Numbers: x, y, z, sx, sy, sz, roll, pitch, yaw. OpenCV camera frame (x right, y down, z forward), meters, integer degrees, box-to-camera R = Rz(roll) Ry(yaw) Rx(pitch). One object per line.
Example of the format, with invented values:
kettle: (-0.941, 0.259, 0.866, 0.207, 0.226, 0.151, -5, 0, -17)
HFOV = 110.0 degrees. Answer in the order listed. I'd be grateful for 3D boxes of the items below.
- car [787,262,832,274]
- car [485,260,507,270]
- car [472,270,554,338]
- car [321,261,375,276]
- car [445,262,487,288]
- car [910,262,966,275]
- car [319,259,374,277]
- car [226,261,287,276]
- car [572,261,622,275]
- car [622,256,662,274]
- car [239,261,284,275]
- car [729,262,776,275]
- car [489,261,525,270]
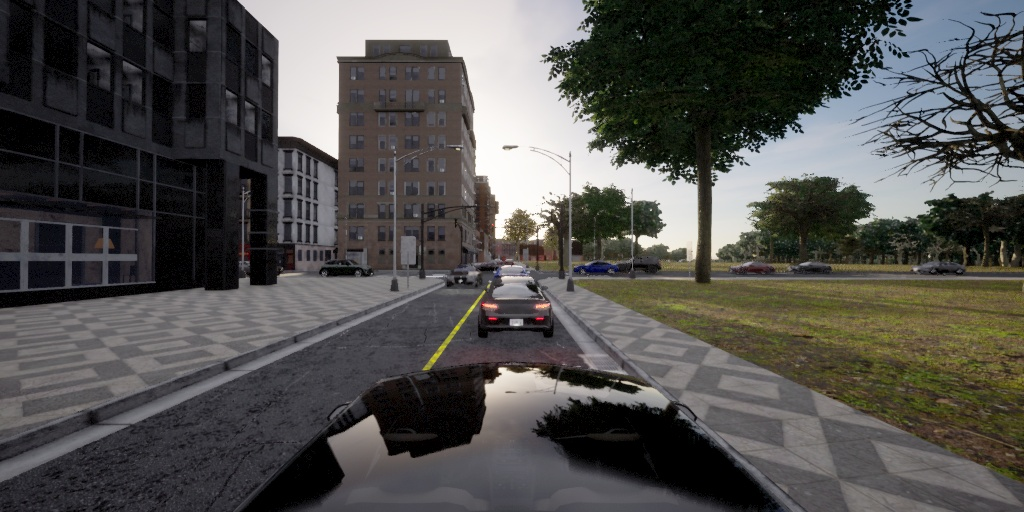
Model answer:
car: (36.062, 1.406, 43.457, 4.674, 1.442, 1.812, 0, -1, 0)
car: (-3.259, 1.395, 43.268, 4.718, 1.301, 1.895, 0, 0, 0)
car: (0.076, 1.280, 10.122, 1.812, 1.442, 4.674, 0, 0, -1)
car: (-16.627, 1.283, 36.519, 4.674, 1.442, 1.812, 0, -1, -2)
car: (-3.059, 1.331, 23.640, 1.994, 1.385, 4.181, 0, 0, 2)
car: (47.699, 1.365, 40.181, 4.902, 1.511, 2.128, 0, -1, 0)
car: (-15.246, 1.074, 33.272, 4.553, 1.767, 2.097, 0, -1, 0)
car: (-25.882, 1.266, 36.469, 4.892, 1.490, 1.837, 0, -1, 0)
car: (9.259, 1.290, 40.016, 5.008, 1.535, 1.882, 0, -1, -2)
car: (15.135, 1.075, 43.373, 5.566, 2.045, 2.150, 0, -1, 0)
car: (-24.383, 1.216, 33.226, 4.902, 1.511, 2.128, 0, -1, 0)
car: (26.880, 1.356, 40.175, 4.674, 1.442, 1.812, 0, -1, 0)
car: (-0.015, 1.241, 19.512, 1.882, 1.535, 5.008, 0, 0, 0)
